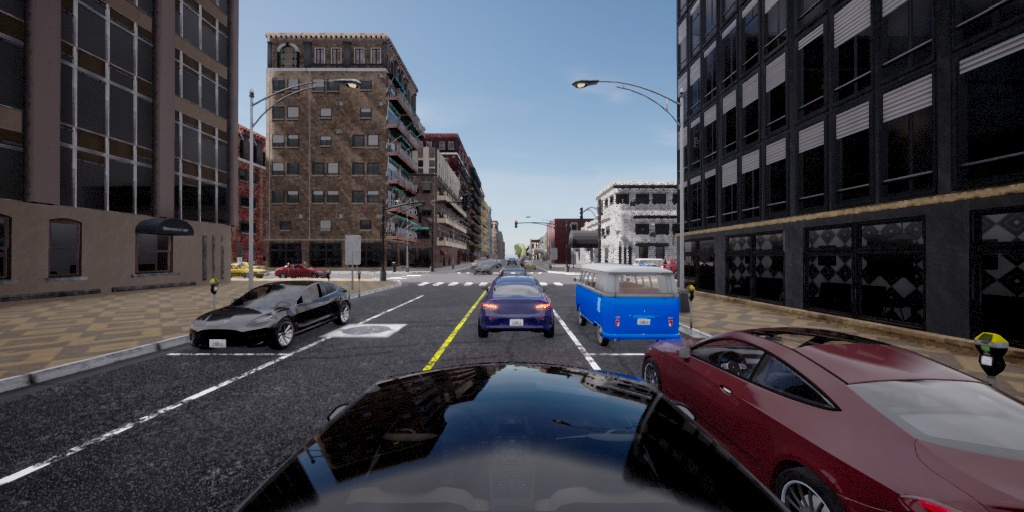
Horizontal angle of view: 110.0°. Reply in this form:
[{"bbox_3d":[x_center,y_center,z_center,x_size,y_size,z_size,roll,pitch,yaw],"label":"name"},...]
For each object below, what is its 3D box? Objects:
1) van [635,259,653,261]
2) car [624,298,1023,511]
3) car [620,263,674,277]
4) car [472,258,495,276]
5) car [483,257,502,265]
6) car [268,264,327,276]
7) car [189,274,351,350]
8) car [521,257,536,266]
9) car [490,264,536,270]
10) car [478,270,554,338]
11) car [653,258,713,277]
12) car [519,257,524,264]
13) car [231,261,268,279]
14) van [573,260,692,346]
[{"bbox_3d":[14.906,1.175,38.343,3.998,1.789,1.690,0,0,0],"label":"van"},{"bbox_3d":[2.658,1.332,3.392,1.802,1.307,4.207,0,0,0],"label":"car"},{"bbox_3d":[13.412,1.418,35.773,4.718,1.301,1.895,0,0,1],"label":"car"},{"bbox_3d":[-3.087,1.285,38.318,1.837,1.490,4.892,0,0,0],"label":"car"},{"bbox_3d":[-3.074,1.283,57.678,2.128,1.511,4.902,0,0,0],"label":"car"},{"bbox_3d":[-17.460,1.284,29.894,4.207,1.307,1.802,0,0,0],"label":"car"},{"bbox_3d":[-5.688,1.317,9.109,1.948,1.339,4.313,0,0,0],"label":"car"},{"bbox_3d":[2.704,1.311,54.038,1.751,1.417,4.829,0,0,0],"label":"car"},{"bbox_3d":[0.097,1.318,18.534,1.994,1.385,4.181,0,0,0],"label":"car"},{"bbox_3d":[0.103,1.277,10.082,1.812,1.442,4.674,0,0,0],"label":"car"},{"bbox_3d":[14.927,1.107,29.963,5.009,1.841,2.192,0,0,0],"label":"car"},{"bbox_3d":[2.707,1.382,64.946,1.802,1.307,4.207,0,0,0],"label":"car"},{"bbox_3d":[-22.952,1.216,29.882,4.829,1.417,1.751,0,0,0],"label":"car"},{"bbox_3d":[2.659,1.092,9.082,1.690,1.789,3.998,0,0,0],"label":"van"}]
